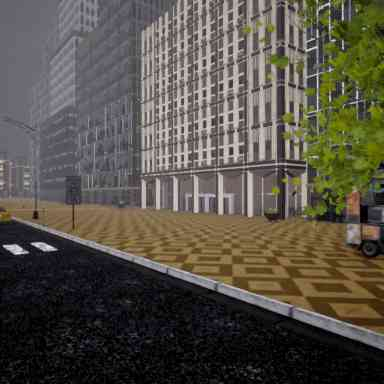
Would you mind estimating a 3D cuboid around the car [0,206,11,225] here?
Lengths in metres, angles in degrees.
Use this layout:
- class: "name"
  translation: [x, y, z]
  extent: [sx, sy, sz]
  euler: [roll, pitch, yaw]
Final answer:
- class: "car"
  translation: [-13.899, 1.529, 23.329]
  extent: [1.752, 1.417, 4.829]
  euler: [0, 0, -38]
